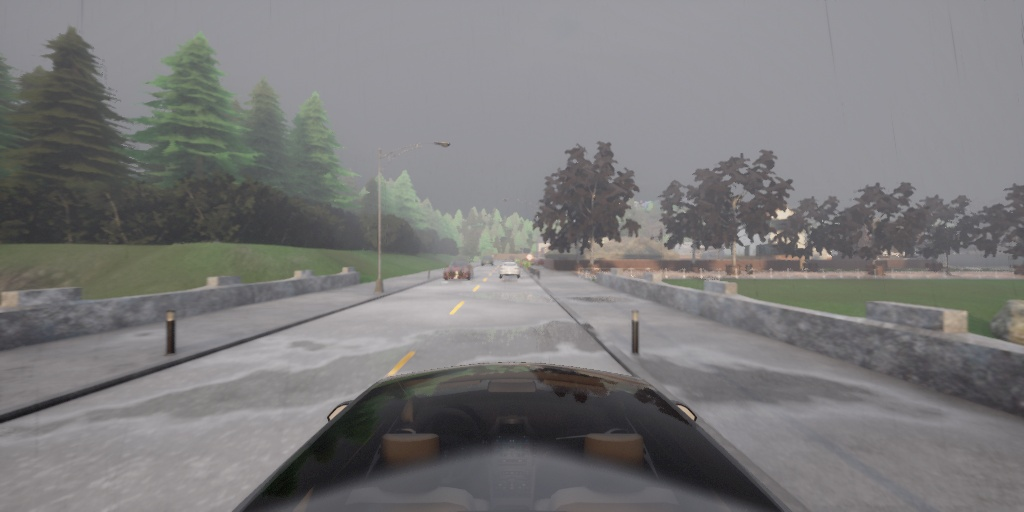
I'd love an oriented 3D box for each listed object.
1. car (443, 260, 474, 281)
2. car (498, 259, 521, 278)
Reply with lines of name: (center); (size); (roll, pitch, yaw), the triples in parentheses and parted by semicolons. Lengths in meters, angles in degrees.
car: (-4.374, 1.091, 29.939); (2.097, 1.767, 4.553); (0, 0, 0)
car: (-0.221, 1.274, 33.966); (1.812, 1.442, 4.674); (0, 0, 0)
